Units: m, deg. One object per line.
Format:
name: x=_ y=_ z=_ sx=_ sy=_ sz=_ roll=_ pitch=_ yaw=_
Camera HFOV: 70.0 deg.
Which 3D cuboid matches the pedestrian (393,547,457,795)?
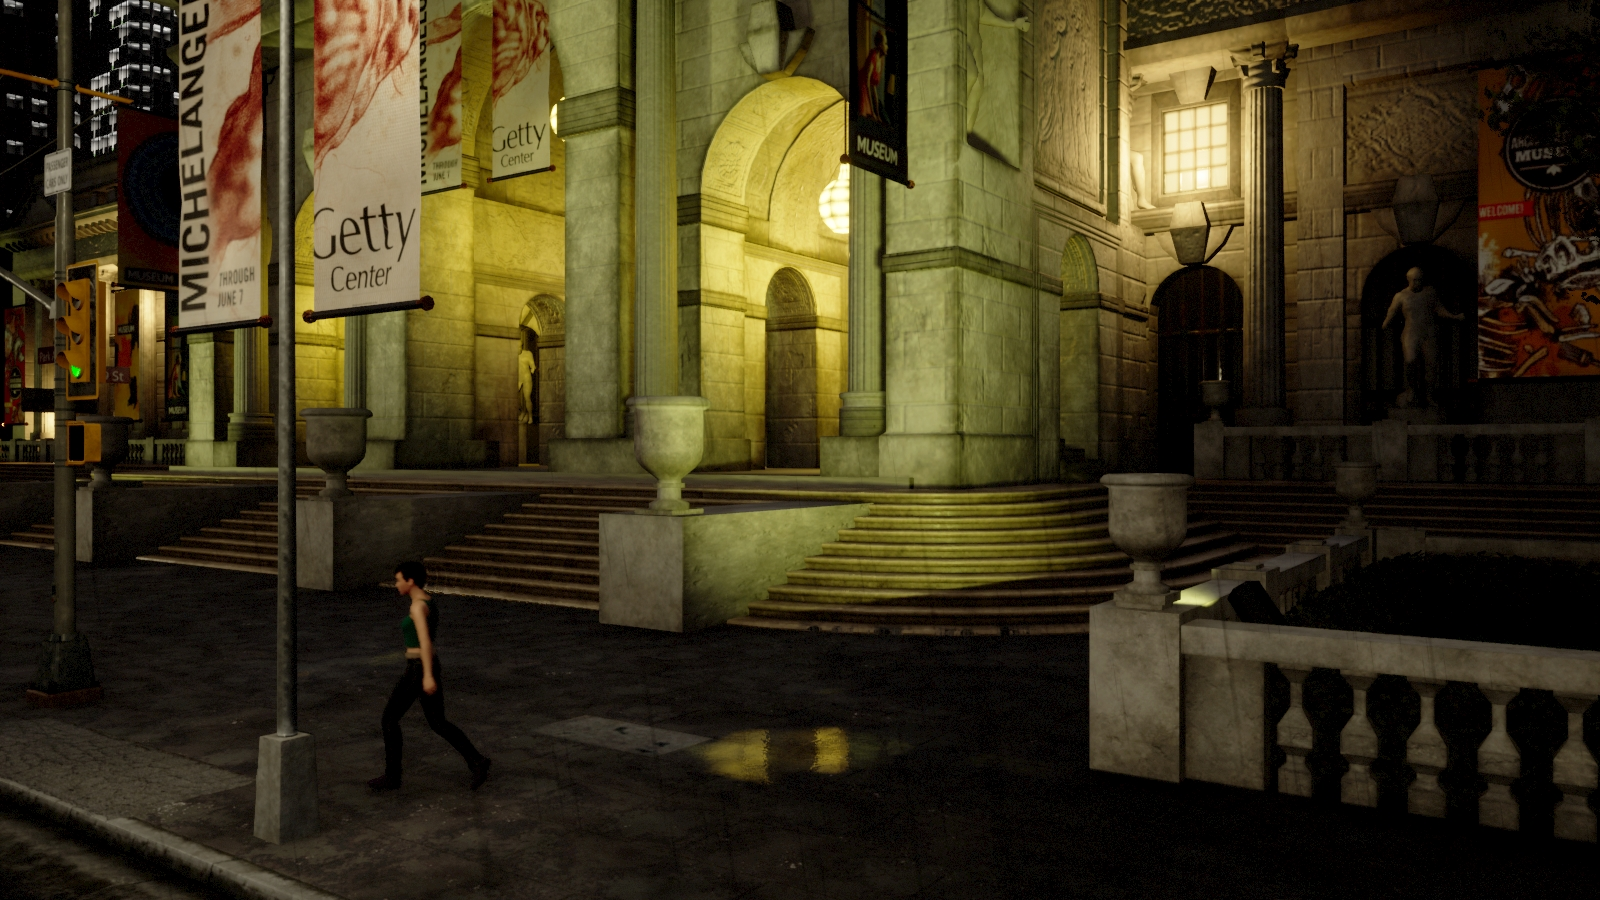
pedestrian: x=-2.915 y=1.698 z=8.890 sx=0.375 sy=1.860 sz=0.375 roll=0 pitch=0 yaw=-1
